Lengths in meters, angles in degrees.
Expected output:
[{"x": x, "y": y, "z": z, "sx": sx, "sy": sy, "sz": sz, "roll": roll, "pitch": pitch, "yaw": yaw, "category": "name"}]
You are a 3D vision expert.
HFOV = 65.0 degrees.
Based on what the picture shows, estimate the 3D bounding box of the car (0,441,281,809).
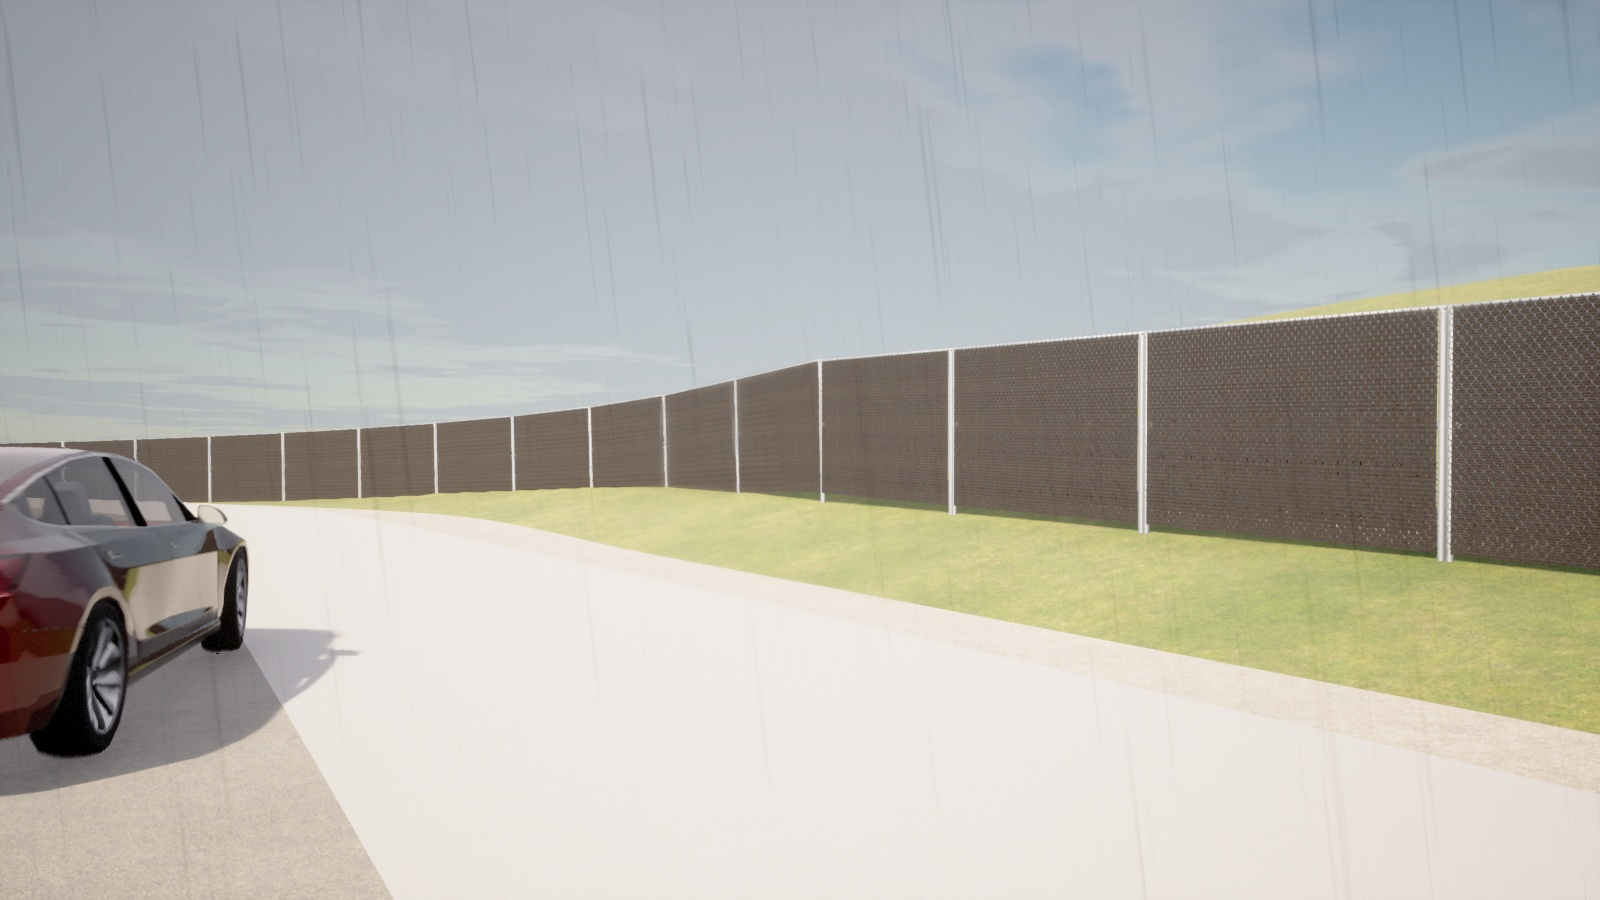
[{"x": -4.610, "y": 0.707, "z": 7.280, "sx": 2.163, "sy": 1.488, "sz": 4.792, "roll": -1, "pitch": 1, "yaw": -13, "category": "car"}]
